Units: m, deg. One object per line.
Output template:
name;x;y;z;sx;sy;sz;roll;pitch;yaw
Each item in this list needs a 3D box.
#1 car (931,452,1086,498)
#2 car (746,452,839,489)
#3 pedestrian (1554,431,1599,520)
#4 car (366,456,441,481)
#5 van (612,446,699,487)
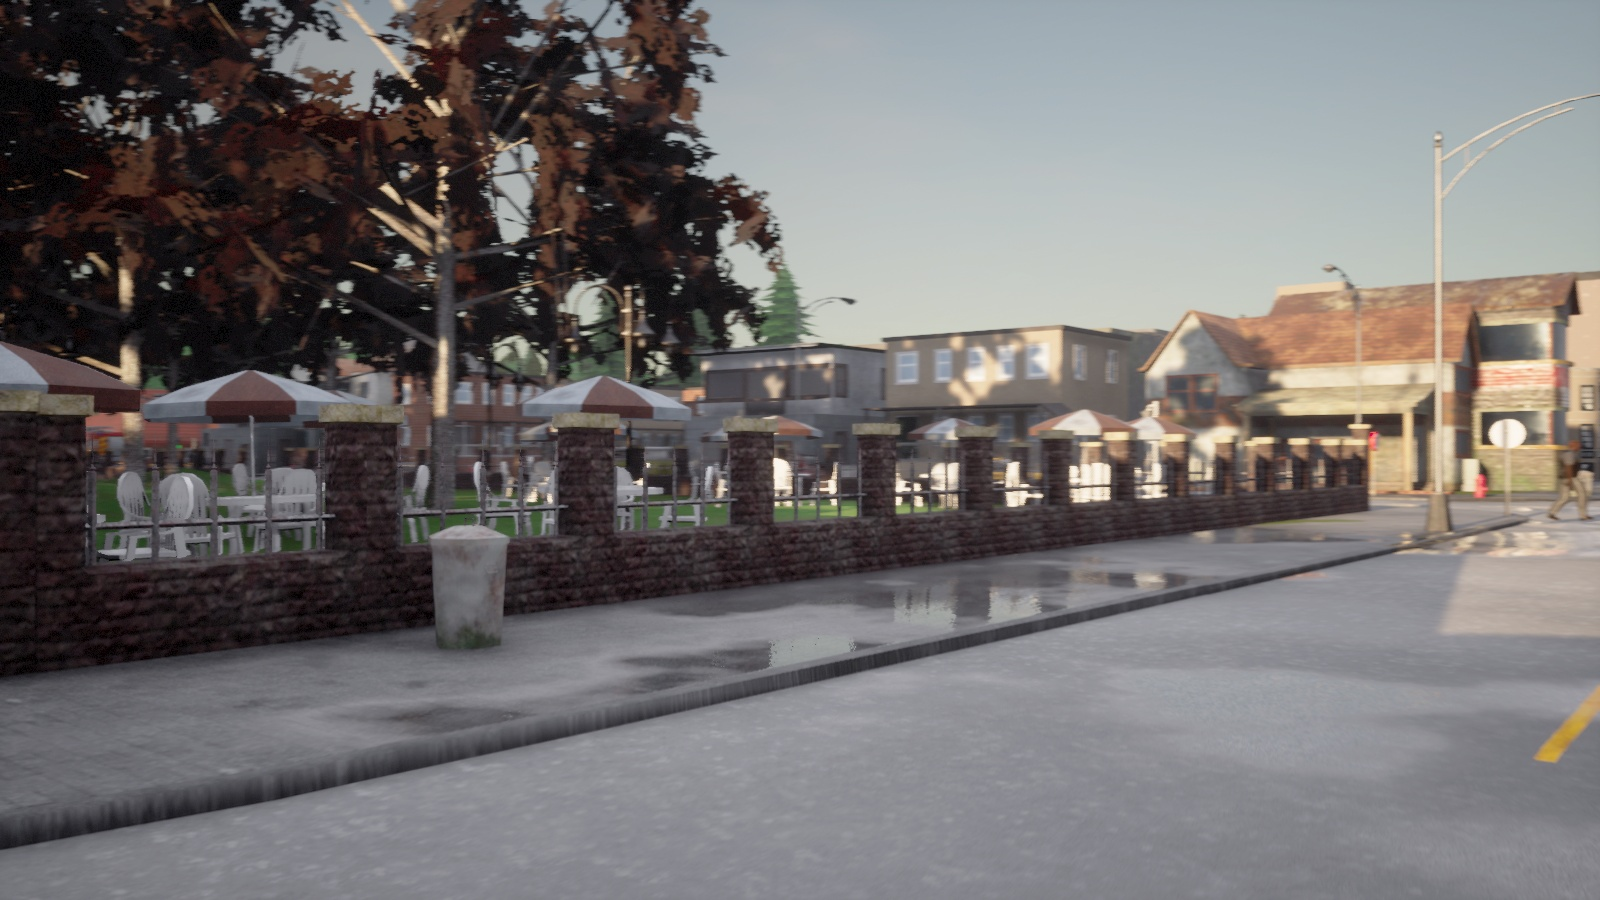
car;7.500;0.877;45.623;5.366;1.575;1.801;0;0;40
car;-0.351;0.922;57.307;3.988;1.617;1.851;0;0;40
pedestrian;16.846;0.547;27.115;0.849;1.883;0.563;0;0;15
car;-25.281;1.173;80.103;4.514;1.525;2.007;0;0;-18
van;-7.283;0.830;63.035;4.442;1.987;1.775;0;0;40
